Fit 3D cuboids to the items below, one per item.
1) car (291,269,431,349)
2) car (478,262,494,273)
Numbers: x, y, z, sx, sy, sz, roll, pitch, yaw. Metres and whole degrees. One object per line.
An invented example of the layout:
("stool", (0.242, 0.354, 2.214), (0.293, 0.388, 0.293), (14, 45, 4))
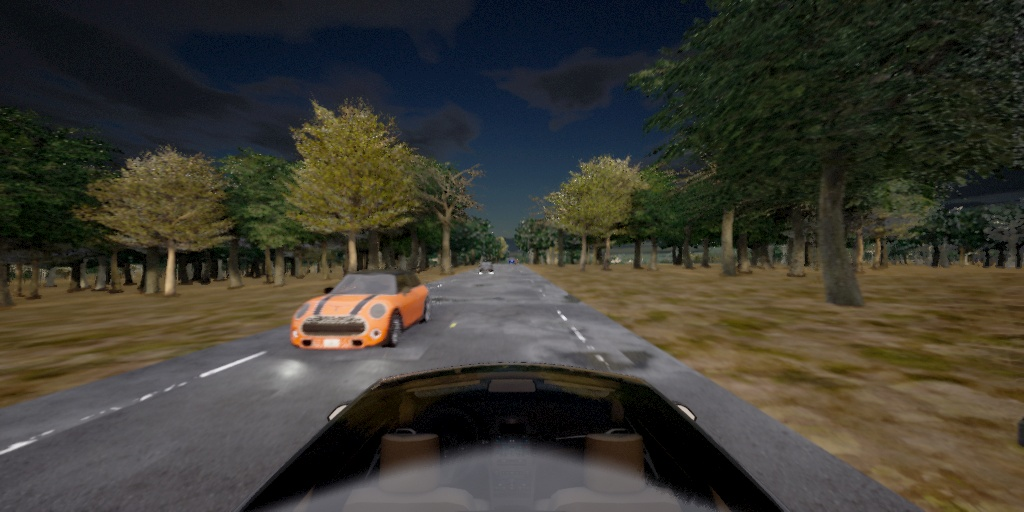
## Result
("car", (-3.600, 1.162, 9.409), (2.097, 1.767, 4.553), (0, 0, 0))
("car", (-3.578, 1.530, 50.201), (1.837, 1.490, 4.892), (0, 0, 0))
